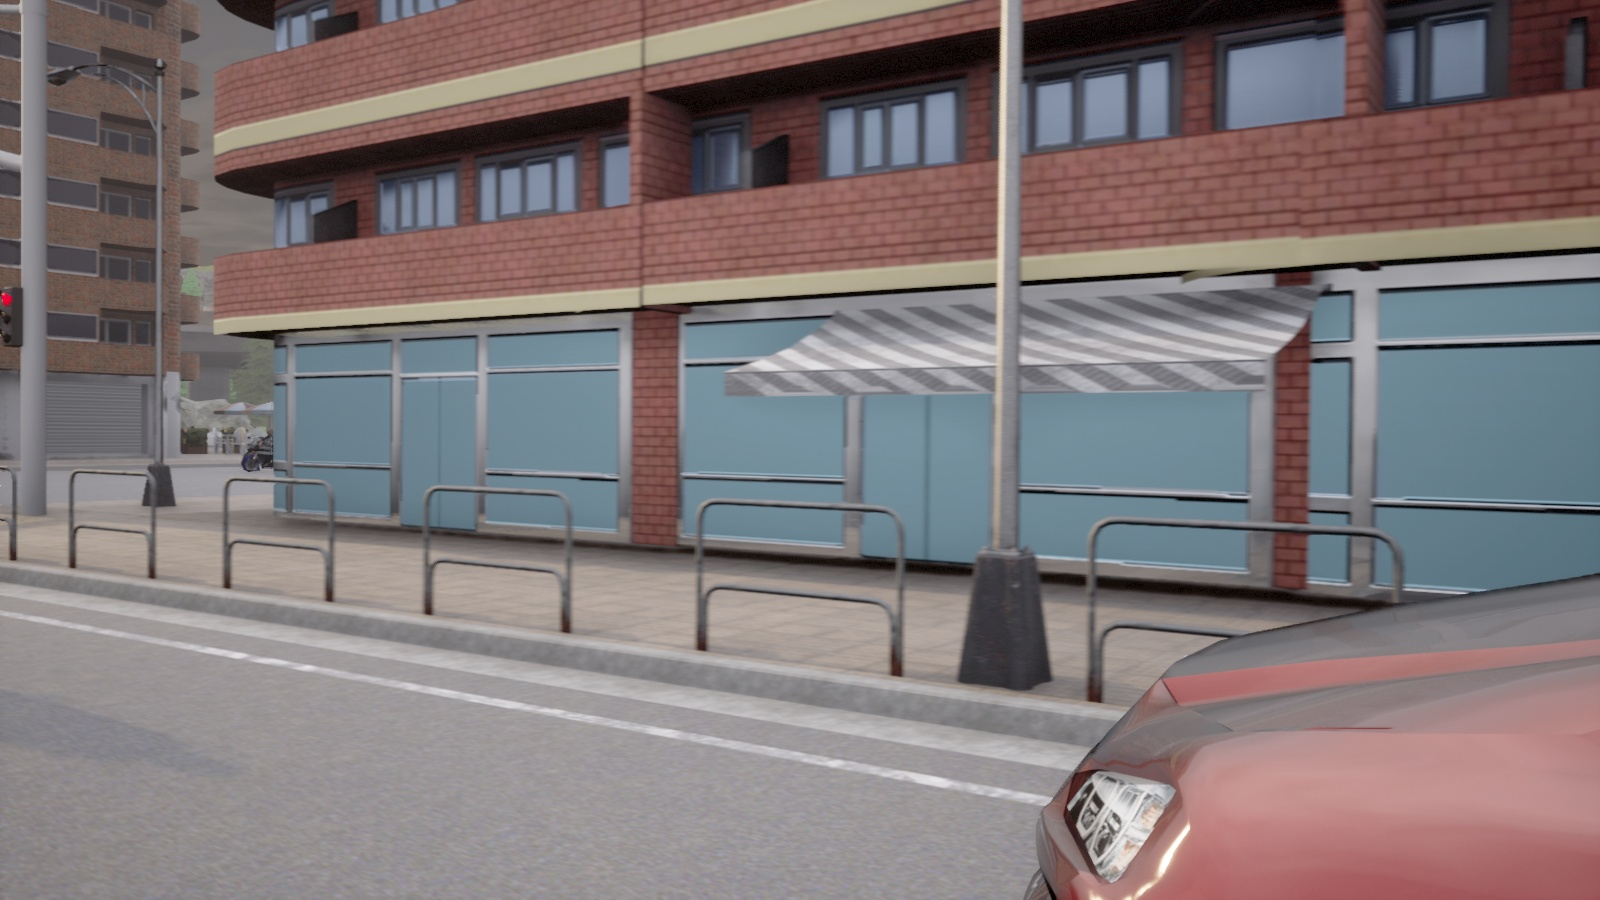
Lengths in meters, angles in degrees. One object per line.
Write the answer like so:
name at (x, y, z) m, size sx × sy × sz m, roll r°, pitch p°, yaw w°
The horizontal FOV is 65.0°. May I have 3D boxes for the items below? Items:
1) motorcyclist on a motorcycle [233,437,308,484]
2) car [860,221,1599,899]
motorcyclist on a motorcycle at (-17.865, 0.350, 42.397) m, size 0.866 × 1.530 × 2.191 m, roll 0°, pitch 1°, yaw 34°
car at (2.652, 0.526, 1.858) m, size 4.611 × 1.667 × 2.242 m, roll 0°, pitch 1°, yaw 34°
